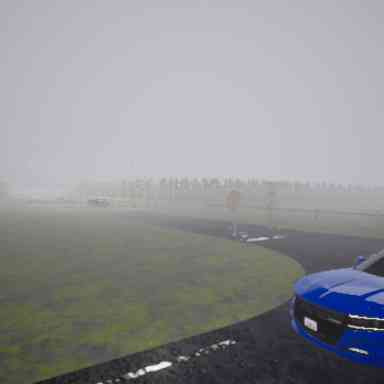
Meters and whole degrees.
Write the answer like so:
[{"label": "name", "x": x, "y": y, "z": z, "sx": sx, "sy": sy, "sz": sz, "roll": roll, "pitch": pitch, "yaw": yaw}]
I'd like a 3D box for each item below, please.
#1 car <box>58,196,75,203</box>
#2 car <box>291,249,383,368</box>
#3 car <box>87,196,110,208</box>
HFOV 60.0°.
[{"label": "car", "x": -22.256, "y": 1.312, "z": 58.701, "sx": 1.895, "sy": 1.301, "sz": 4.718, "roll": 1, "pitch": 0, "yaw": -36}, {"label": "car", "x": 3.987, "y": 1.547, "z": 5.320, "sx": 5.008, "sy": 1.535, "sz": 1.882, "roll": 1, "pitch": -2, "yaw": -18}, {"label": "car", "x": -12.672, "y": 1.326, "z": 44.980, "sx": 2.128, "sy": 1.511, "sz": 4.902, "roll": 1, "pitch": 0, "yaw": -35}]
